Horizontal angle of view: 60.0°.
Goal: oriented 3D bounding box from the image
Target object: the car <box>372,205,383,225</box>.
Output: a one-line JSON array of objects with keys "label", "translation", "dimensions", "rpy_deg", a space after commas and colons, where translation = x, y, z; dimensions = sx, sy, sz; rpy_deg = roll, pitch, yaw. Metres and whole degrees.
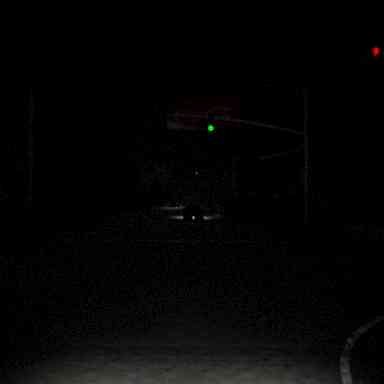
[{"label": "car", "translation": [18.642, 2.017, 29.088], "dimensions": [4.611, 1.667, 2.242], "rpy_deg": [0, -1, 0]}]

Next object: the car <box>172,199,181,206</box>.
[{"label": "car", "translation": [-3.578, 2.455, 77.340], "dimensions": [2.033, 1.411, 5.357], "rpy_deg": [0, -1, 0]}]

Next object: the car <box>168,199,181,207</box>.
[{"label": "car", "translation": [-3.576, 2.145, 67.021], "dimensions": [2.097, 1.767, 4.553], "rpy_deg": [0, -1, 0]}]

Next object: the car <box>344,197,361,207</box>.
[{"label": "car", "translation": [34.779, 2.322, 70.305], "dimensions": [2.007, 1.523, 4.514], "rpy_deg": [0, -1, 0]}]

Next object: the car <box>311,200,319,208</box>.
[{"label": "car", "translation": [22.389, 2.293, 62.491], "dimensions": [1.970, 1.475, 3.806], "rpy_deg": [0, -1, 0]}]

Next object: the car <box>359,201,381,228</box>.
[{"label": "car", "translation": [14.326, 1.783, 23.413], "dimensions": [3.866, 1.878, 1.905], "rpy_deg": [0, -1, 0]}]

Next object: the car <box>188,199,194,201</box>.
[{"label": "car", "translation": [-0.091, 2.620, 90.220], "dimensions": [1.994, 1.385, 4.181], "rpy_deg": [0, -1, 0]}]

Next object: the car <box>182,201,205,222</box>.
[{"label": "car", "translation": [0.113, 1.969, 31.242], "dimensions": [1.837, 1.490, 4.892], "rpy_deg": [1, 0, 0]}]
